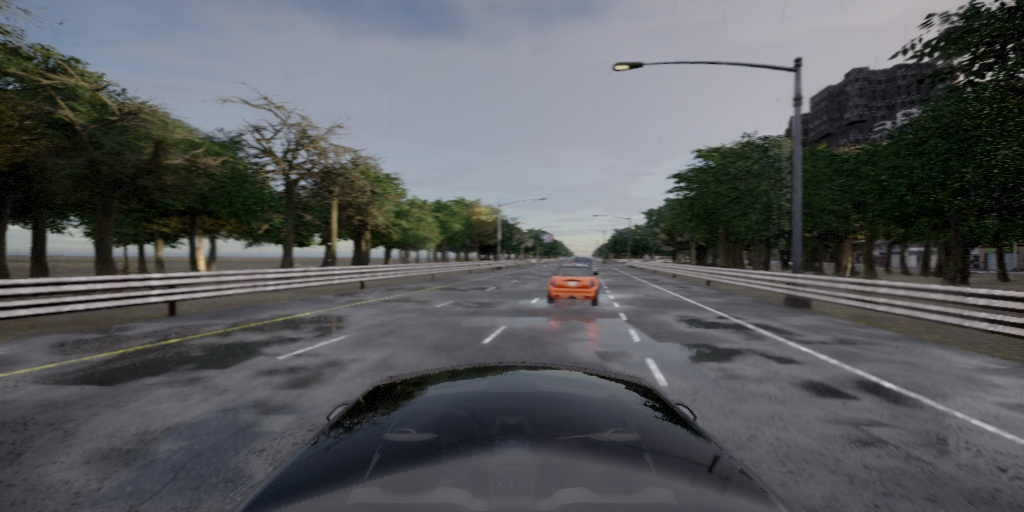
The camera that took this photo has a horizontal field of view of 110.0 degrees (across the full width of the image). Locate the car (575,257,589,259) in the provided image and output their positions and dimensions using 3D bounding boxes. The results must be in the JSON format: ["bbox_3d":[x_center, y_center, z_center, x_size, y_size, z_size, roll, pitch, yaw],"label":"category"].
[{"bbox_3d":[8.262,1.115,42.366,2.150,2.045,5.566,0,0,12],"label":"car"}]

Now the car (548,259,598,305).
[{"bbox_3d":[2.909,1.154,16.722,2.097,1.767,4.553,0,0,12],"label":"car"}]
